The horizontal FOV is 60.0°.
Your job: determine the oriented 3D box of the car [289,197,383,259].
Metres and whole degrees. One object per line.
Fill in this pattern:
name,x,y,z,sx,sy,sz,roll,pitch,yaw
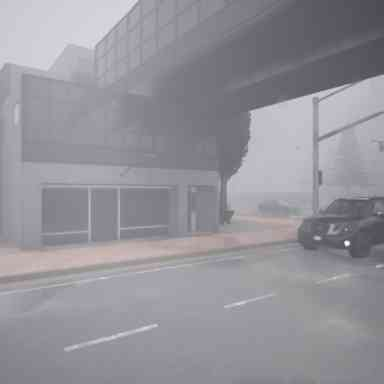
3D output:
car,6.523,1.218,12.951,5.566,2.045,2.150,0,0,-36

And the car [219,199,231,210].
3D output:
car,2.834,1.472,41.979,1.882,1.535,5.008,0,0,-36

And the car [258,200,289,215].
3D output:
car,8.761,1.520,33.728,1.812,1.442,4.674,0,0,-36

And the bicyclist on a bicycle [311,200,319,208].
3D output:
bicyclist on a bicycle,15.798,1.292,42.754,1.656,1.620,0.582,0,0,-36
